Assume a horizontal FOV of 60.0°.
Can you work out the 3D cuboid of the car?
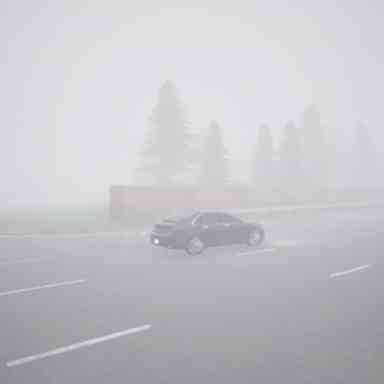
[{"bbox_3d":[0.734,1.431,12.884,4.892,1.490,1.837,-1,0,-36],"label":"car"}]
